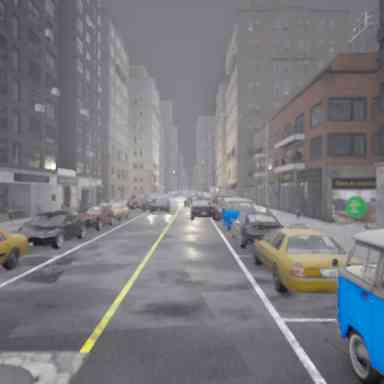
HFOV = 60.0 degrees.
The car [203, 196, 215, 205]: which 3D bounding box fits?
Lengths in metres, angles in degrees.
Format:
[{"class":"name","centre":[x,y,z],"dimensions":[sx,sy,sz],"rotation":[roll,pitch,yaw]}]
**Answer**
[{"class":"car","centre":[2.678,1.301,53.799],"dimensions":[1.802,1.307,4.206],"rotation":[0,0,0]}]

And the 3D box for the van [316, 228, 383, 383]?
[{"class":"van","centre":[2.668,1.327,2.775],"dimensions":[1.690,1.788,3.998],"rotation":[0,0,0]}]

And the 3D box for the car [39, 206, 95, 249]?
[{"class":"car","centre":[-5.855,1.495,14.108],"dimensions":[1.947,1.339,4.313],"rotation":[0,0,0]}]

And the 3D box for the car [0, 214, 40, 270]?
[{"class":"car","centre":[-5.856,1.484,8.269],"dimensions":[1.752,1.417,4.829],"rotation":[0,0,0]}]

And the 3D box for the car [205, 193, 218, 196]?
[{"class":"car","centre":[2.673,1.156,31.120],"dimensions":[2.192,1.841,5.009],"rotation":[0,0,0]}]

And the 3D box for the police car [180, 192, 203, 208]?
[{"class":"police car","centre":[0.281,1.208,42.110],"dimensions":[1.930,1.638,5.238],"rotation":[0,0,-16]}]

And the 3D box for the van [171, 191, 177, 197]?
[{"class":"van","centre":[-5.841,0.818,92.316],"dimensions":[1.690,1.788,3.998],"rotation":[0,0,0]}]

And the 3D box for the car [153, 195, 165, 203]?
[{"class":"car","centre":[-5.847,1.211,59.285],"dimensions":[1.752,1.417,4.829],"rotation":[0,0,0]}]

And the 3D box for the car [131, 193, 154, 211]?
[{"class":"car","centre":[-5.851,1.126,36.780],"dimensions":[2.192,1.841,5.009],"rotation":[0,0,0]}]

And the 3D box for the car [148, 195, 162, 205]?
[{"class":"car","centre":[-5.848,1.246,53.615],"dimensions":[1.752,1.417,4.829],"rotation":[0,0,0]}]

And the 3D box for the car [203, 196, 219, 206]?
[{"class":"car","centre":[2.677,1.302,48.129],"dimensions":[2.008,1.369,4.403],"rotation":[0,0,0]}]

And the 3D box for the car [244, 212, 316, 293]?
[{"class":"car","centre":[2.670,1.482,8.614],"dimensions":[1.752,1.417,4.829],"rotation":[0,0,0]}]

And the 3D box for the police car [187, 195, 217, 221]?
[{"class":"police car","centre":[0.802,1.292,26.188],"dimensions":[1.930,1.638,5.238],"rotation":[0,0,-1]}]

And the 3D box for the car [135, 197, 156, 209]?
[{"class":"car","centre":[-5.850,1.332,42.448],"dimensions":[2.008,1.369,4.403],"rotation":[0,0,0]}]

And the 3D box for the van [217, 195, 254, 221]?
[{"class":"van","centre":[2.671,1.241,19.782],"dimensions":[1.690,1.788,3.998],"rotation":[0,0,0]}]

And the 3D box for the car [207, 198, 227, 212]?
[{"class":"car","centre":[2.675,1.377,36.792],"dimensions":[1.947,1.339,4.313],"rotation":[0,0,0]}]

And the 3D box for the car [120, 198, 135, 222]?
[{"class":"car","centre":[-5.853,1.397,25.274],"dimensions":[1.752,1.417,4.829],"rotation":[0,0,0]}]

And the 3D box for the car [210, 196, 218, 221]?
[{"class":"car","centre":[2.673,1.310,25.452],"dimensions":[1.967,1.590,4.097],"rotation":[0,0,0]}]

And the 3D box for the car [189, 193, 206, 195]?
[{"class":"car","centre":[0.794,1.269,36.283],"dimensions":[1.801,1.575,5.366],"rotation":[0,0,0]}]

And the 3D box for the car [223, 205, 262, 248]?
[{"class":"car","centre":[2.671,1.480,14.114],"dimensions":[2.008,1.369,4.403],"rotation":[0,0,0]}]

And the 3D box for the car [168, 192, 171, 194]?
[{"class":"car","centre":[-5.846,1.200,65.122],"dimensions":[2.008,1.369,4.403],"rotation":[0,0,0]}]

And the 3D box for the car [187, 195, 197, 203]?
[{"class":"car","centre":[0.010,1.211,59.461],"dimensions":[1.812,1.442,4.674],"rotation":[0,0,0]}]

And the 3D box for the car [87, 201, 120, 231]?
[{"class":"car","centre":[-5.854,1.445,19.775],"dimensions":[1.887,1.381,4.507],"rotation":[0,0,0]}]

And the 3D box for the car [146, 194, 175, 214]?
[{"class":"car","centre":[-3.087,1.306,33.394],"dimensions":[1.882,1.535,5.008],"rotation":[0,0,0]}]

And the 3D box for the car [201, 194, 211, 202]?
[{"class":"car","centre":[2.680,1.173,65.308],"dimensions":[1.752,1.417,4.829],"rotation":[0,0,0]}]

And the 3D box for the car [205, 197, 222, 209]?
[{"class":"car","centre":[2.675,1.347,42.460],"dimensions":[1.947,1.339,4.313],"rotation":[0,0,0]}]
